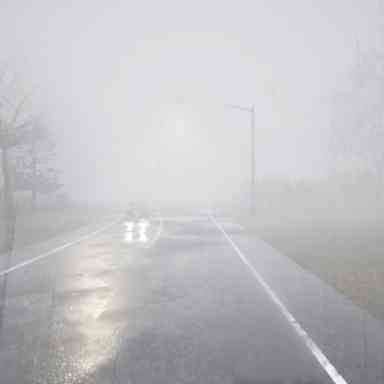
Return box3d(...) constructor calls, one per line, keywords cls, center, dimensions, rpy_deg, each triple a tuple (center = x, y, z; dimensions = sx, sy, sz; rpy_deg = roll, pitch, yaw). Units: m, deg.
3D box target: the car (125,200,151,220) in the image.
box3d(cls="car", center=(-4.458, 1.470, 27.723), dimensions=(2.128, 1.511, 4.902), rpy_deg=(0, 0, -6))
